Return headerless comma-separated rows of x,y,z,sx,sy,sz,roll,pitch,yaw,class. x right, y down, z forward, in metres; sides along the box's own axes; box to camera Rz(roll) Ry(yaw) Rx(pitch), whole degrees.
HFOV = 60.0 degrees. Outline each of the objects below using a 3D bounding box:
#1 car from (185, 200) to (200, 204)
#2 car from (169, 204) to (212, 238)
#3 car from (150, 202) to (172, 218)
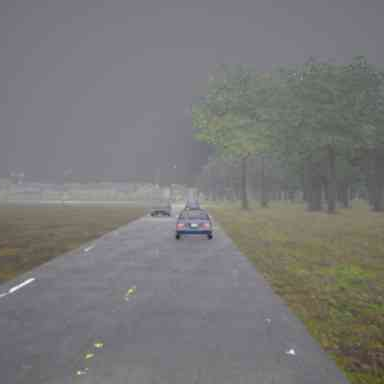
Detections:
0.080,1.736,43.264,1.994,1.385,4.181,0,0,0,car
0.093,1.584,17.770,2.033,1.411,5.357,0,0,0,car
-2.862,1.650,32.212,2.033,1.411,5.357,0,0,0,car
